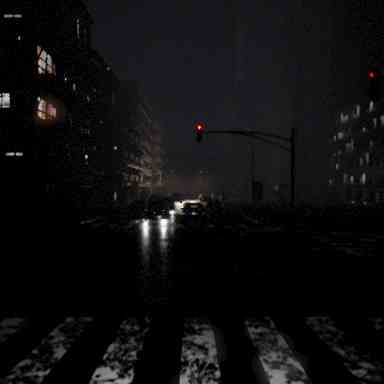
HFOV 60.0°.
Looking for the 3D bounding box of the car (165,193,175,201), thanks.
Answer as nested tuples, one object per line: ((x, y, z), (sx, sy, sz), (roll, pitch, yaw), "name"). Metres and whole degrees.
((-5.651, 1.231, 86.511), (2.192, 1.841, 5.009), (-1, 0, 0), "car")

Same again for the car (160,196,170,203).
((-5.657, 1.510, 69.564), (1.802, 1.307, 4.206), (-1, 0, 0), "car")

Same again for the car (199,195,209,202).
((2.693, 1.468, 75.265), (1.887, 1.381, 4.507), (-1, 0, 0), "car")

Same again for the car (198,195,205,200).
((2.703, 1.437, 92.382), (1.752, 1.417, 4.829), (-1, 0, 0), "car")

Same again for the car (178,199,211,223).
((0.124, 1.517, 25.094), (2.033, 1.411, 5.357), (0, 0, 0), "car")

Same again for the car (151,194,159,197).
((-5.677, 1.392, 41.319), (1.967, 1.590, 4.097), (-1, 0, 0), "car")

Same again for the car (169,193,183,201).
((-2.972, 1.160, 63.013), (2.150, 2.045, 5.566), (0, 0, 0), "car")

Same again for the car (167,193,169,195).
((-5.666, 1.377, 58.265), (1.967, 1.590, 4.097), (-1, 0, 0), "car")

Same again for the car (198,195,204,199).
((2.686, 1.483, 63.967), (2.008, 1.369, 4.403), (-1, 0, 0), "car")

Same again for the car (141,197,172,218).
((-3.081, 1.469, 29.638), (1.837, 1.490, 4.892), (0, 0, 0), "car")

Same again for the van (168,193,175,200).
((-5.647, 1.253, 92.158), (1.690, 1.788, 3.998), (-1, 0, 0), "van")

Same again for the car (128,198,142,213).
((-5.679, 1.502, 35.670), (1.887, 1.381, 4.507), (-1, 0, 0), "car")

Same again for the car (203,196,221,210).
((2.672, 1.497, 41.371), (1.887, 1.381, 4.507), (-1, 0, 0), "car")

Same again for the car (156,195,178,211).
((-3.071, 1.479, 40.557), (1.812, 1.442, 4.674), (0, 0, 0), "car")
